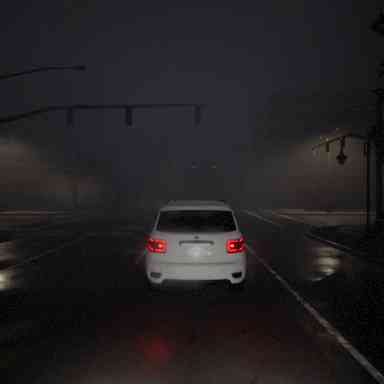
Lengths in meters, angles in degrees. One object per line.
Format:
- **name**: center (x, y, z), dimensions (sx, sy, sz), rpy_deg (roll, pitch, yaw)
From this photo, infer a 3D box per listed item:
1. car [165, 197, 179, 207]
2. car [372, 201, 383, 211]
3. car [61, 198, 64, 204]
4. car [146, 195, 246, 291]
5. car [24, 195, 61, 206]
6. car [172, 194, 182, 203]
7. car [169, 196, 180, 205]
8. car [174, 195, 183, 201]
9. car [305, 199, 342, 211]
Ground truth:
- **car**: center (-3.119, 1.547, 52.563), dimensions (2.033, 1.411, 5.357), rpy_deg (0, 0, 0)
- **car**: center (24.727, 1.523, 40.999), dimensions (4.674, 1.442, 1.812), rpy_deg (0, 0, 1)
- **car**: center (-24.017, 1.455, 56.754), dimensions (3.806, 1.475, 1.970), rpy_deg (0, 0, 1)
- **car**: center (0.089, 1.222, 9.117), dimensions (2.150, 2.045, 5.566), rpy_deg (0, 0, 0)
- **car**: center (-23.301, 1.294, 51.003), dimensions (4.611, 1.667, 2.242), rpy_deg (0, 0, 1)
- **car**: center (-3.201, 1.354, 72.143), dimensions (2.097, 1.767, 4.553), rpy_deg (0, 0, 0)
- **car**: center (-3.181, 1.477, 62.140), dimensions (1.882, 1.535, 5.008), rpy_deg (0, 0, 0)
- **car**: center (-3.285, 1.538, 82.491), dimensions (2.033, 1.411, 5.357), rpy_deg (0, 0, 0)
- **car**: center (16.226, 1.563, 41.069), dimensions (4.181, 1.385, 1.994), rpy_deg (0, 0, 0)
